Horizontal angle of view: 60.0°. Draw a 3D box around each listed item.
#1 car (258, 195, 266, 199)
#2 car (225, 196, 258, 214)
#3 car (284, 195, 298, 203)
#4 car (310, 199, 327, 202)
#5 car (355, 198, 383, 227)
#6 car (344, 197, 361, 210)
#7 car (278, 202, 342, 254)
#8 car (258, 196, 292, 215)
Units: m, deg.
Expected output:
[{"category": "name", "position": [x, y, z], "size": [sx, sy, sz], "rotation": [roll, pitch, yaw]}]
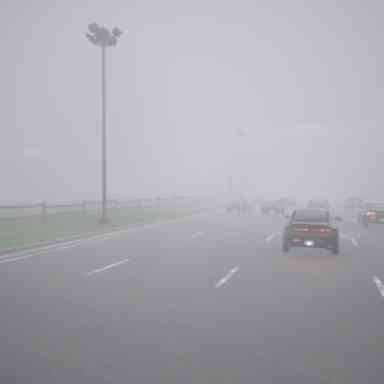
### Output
[{"category": "car", "position": [8.662, 1.159, 42.109], "size": [1.812, 1.442, 4.674], "rotation": [0, 1, 21]}, {"category": "car", "position": [4.708, 1.325, 32.092], "size": [1.895, 1.301, 4.718], "rotation": [0, 1, 21]}, {"category": "car", "position": [11.687, 1.136, 40.246], "size": [2.128, 1.511, 4.902], "rotation": [0, 1, 21]}, {"category": "car", "position": [12.267, 1.309, 32.169], "size": [1.895, 1.301, 4.718], "rotation": [0, 0, 22]}, {"category": "car", "position": [11.385, 1.333, 20.430], "size": [1.812, 1.442, 4.674], "rotation": [0, 1, 22]}, {"category": "car", "position": [17.501, 1.215, 35.893], "size": [2.033, 1.411, 5.357], "rotation": [0, 1, 21]}, {"category": "car", "position": [4.732, 1.387, 13.124], "size": [1.837, 1.490, 4.892], "rotation": [0, 1, 22]}, {"category": "car", "position": [7.386, 1.343, 29.348], "size": [1.895, 1.301, 4.718], "rotation": [0, 1, 22]}]
